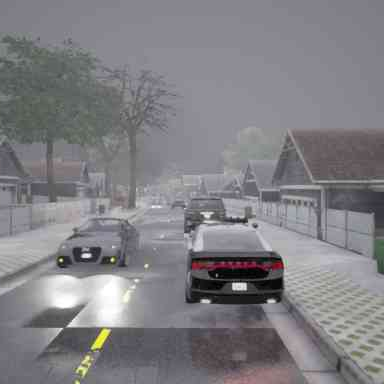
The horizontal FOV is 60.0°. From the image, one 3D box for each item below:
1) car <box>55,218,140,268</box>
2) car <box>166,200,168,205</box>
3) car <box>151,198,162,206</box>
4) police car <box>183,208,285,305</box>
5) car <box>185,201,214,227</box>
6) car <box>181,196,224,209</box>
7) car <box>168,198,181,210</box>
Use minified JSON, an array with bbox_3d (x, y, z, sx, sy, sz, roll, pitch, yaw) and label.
[{"bbox_3d":[-2.934,1.575,11.166,1.994,1.385,4.181,0,0,-1],"label":"car"},{"bbox_3d":[-3.749,1.853,61.872,2.033,1.411,5.357,0,-1,-8],"label":"car"},{"bbox_3d":[-6.508,1.800,61.288,2.128,1.511,4.902,0,-1,-8],"label":"car"},{"bbox_3d":[0.807,1.430,8.315,1.930,1.638,5.238,0,0,0],"label":"police car"},{"bbox_3d":[0.417,1.494,24.476,1.801,1.575,5.366,0,0,-2],"label":"car"},{"bbox_3d":[0.641,1.250,18.288,2.150,2.045,5.566,0,0,-2],"label":"car"},{"bbox_3d":[-2.003,1.663,46.832,1.837,1.490,4.892,0,0,-5],"label":"car"}]
